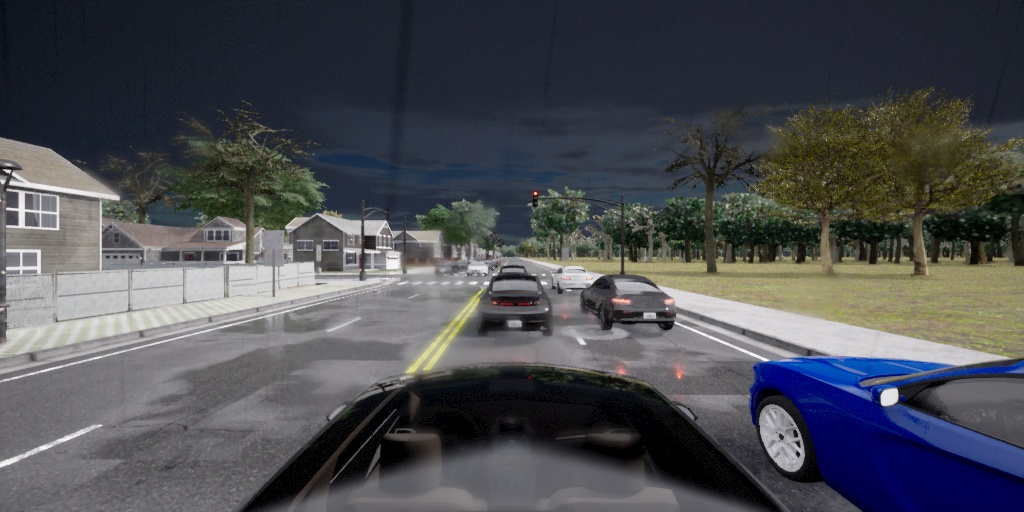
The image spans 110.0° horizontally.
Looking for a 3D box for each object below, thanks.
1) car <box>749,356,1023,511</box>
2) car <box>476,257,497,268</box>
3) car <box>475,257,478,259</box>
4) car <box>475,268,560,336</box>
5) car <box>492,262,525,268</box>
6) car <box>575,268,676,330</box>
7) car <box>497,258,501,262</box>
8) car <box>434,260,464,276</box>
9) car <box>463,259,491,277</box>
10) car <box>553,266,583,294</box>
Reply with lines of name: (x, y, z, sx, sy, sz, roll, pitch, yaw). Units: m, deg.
car: (3.350, 1.228, 1.649, 1.882, 1.535, 5.008, 0, 0, 0)
car: (-3.316, 1.243, 47.449, 1.837, 1.490, 4.892, 0, 0, 0)
car: (-6.544, 1.253, 59.649, 1.812, 1.442, 4.674, 0, 0, 0)
car: (0.088, 1.255, 10.326, 1.837, 1.490, 4.892, 0, 0, 0)
car: (0.069, 1.254, 19.742, 1.837, 1.490, 4.892, 0, 0, 0)
car: (3.339, 1.275, 10.964, 1.812, 1.442, 4.674, 0, 0, 0)
car: (-3.286, 1.205, 59.436, 1.882, 1.535, 5.008, 0, 0, 0)
car: (-6.575, 1.238, 36.440, 2.128, 1.511, 4.902, 0, 0, 0)
car: (-3.327, 1.272, 35.274, 1.812, 1.442, 4.674, 0, 0, 0)
car: (3.322, 1.275, 20.069, 1.812, 1.442, 4.674, 0, 0, 0)
